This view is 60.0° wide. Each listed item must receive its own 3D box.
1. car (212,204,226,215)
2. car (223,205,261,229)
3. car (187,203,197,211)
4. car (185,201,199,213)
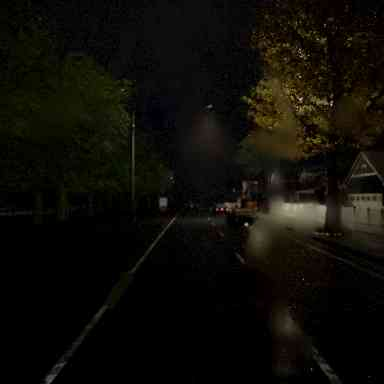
[{"bbox_3d":[3.567,2.174,41.825,2.033,1.411,5.357,0,-1,0],"label":"car"},{"bbox_3d":[3.580,1.876,24.086,1.895,1.301,4.718,0,-1,0],"label":"car"},{"bbox_3d":[-0.047,2.818,64.175,1.812,1.442,4.674,0,-2,0],"label":"car"},{"bbox_3d":[-0.016,2.214,50.481,2.097,1.767,4.553,0,-2,0],"label":"car"}]
